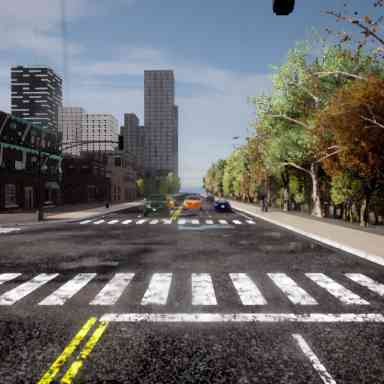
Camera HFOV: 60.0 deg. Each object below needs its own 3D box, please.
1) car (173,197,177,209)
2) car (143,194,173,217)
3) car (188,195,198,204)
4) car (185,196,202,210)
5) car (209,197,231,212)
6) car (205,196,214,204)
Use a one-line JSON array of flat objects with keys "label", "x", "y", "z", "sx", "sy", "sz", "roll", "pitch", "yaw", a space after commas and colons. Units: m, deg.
[{"label": "car", "x": -3.277, "y": 1.463, "z": 42.275, "sx": 1.882, "sy": 1.535, "sz": 5.008, "roll": 0, "pitch": 0, "yaw": 0}, {"label": "car", "x": -3.296, "y": 1.211, "z": 32.094, "sx": 2.150, "sy": 2.045, "sz": 5.566, "roll": 0, "pitch": 0, "yaw": 0}, {"label": "car", "x": 0.195, "y": 1.452, "z": 65.512, "sx": 1.882, "sy": 1.535, "sz": 5.008, "roll": 0, "pitch": 0, "yaw": 0}, {"label": "car", "x": 0.161, "y": 1.337, "z": 41.847, "sx": 2.097, "sy": 1.767, "sz": 4.553, "roll": 0, "pitch": 0, "yaw": 0}, {"label": "car", "x": 3.405, "y": 1.551, "z": 38.615, "sx": 1.994, "sy": 1.385, "sz": 4.181, "roll": 0, "pitch": 0, "yaw": 0}, {"label": "car", "x": 3.443, "y": 1.480, "z": 63.360, "sx": 1.837, "sy": 1.490, "sz": 4.892, "roll": 0, "pitch": 0, "yaw": 0}]
